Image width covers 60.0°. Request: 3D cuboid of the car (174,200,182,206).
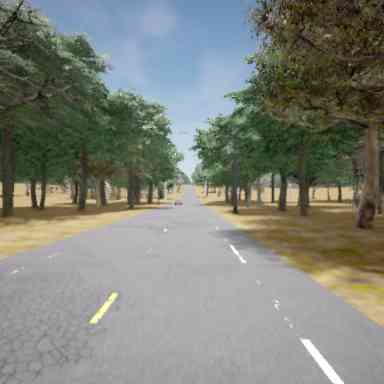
[{"bbox_3d":[-3.483,2.727,85.168,1.882,1.535,5.008,0,-1,0],"label":"car"}]
